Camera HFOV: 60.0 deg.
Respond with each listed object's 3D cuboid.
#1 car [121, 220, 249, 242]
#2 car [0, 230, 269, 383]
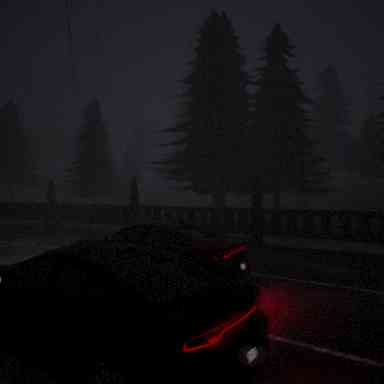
[{"bbox_3d":[-0.964,1.457,8.546,5.008,1.535,1.882,0,0,33],"label":"car"},{"bbox_3d":[-1.463,1.467,4.698,5.008,1.535,1.882,0,0,33],"label":"car"}]
